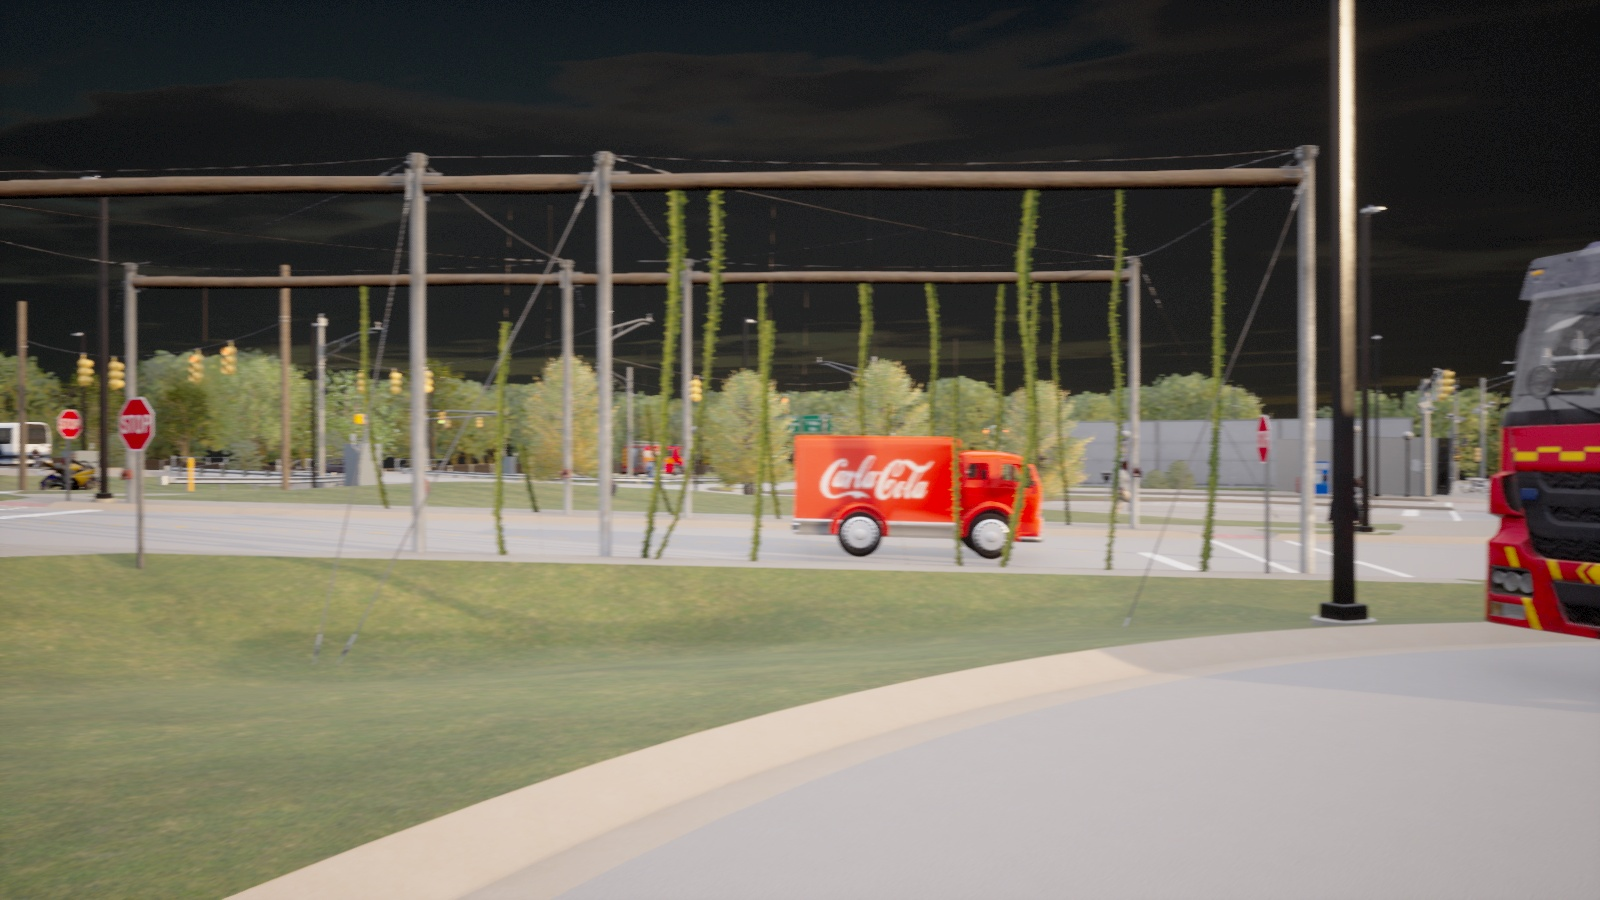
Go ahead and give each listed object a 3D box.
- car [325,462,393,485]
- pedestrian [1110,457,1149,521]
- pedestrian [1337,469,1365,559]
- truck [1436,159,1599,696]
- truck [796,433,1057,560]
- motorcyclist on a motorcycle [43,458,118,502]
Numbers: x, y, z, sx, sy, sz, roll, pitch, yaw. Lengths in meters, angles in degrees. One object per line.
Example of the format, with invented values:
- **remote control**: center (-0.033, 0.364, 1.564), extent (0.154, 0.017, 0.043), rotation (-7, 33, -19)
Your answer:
- **car**: center (-27.967, 1.483, 79.626), extent (4.193, 1.474, 1.816), rotation (-1, -1, 30)
- **pedestrian**: center (9.653, 1.137, 36.787), extent (0.900, 1.855, 0.874), rotation (-1, 0, 2)
- **pedestrian**: center (11.454, 1.323, 26.106), extent (0.370, 1.835, 0.726), rotation (-1, 0, 10)
- **truck**: center (9.757, -0.025, 10.123), extent (8.468, 3.827, 2.891), rotation (2, -1, -16)
- **truck**: center (2.559, 0.930, 26.522), extent (5.204, 2.467, 2.627), rotation (1, 0, 1)
- **motorcyclist on a motorcycle**: center (-25.708, 1.071, 44.898), extent (0.866, 1.530, 2.191), rotation (-1, -2, 26)
